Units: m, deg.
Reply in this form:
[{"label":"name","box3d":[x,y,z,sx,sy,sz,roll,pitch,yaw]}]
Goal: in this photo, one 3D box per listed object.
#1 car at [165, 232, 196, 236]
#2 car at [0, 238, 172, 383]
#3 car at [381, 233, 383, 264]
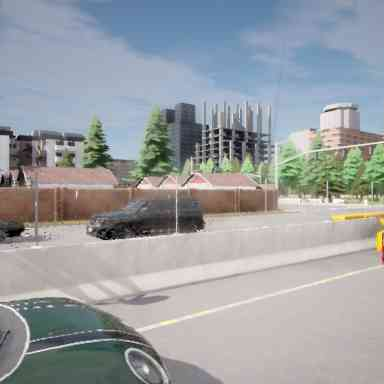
[{"label":"car","box3d":[-1.982,1.221,15.467,5.566,2.045,2.150,0,0,-35]},{"label":"car","box3d":[-2.327,1.355,2.086,4.553,1.767,2.097,0,0,-35]},{"label":"car","box3d":[7.289,1.224,8.936,5.566,2.045,2.150,0,0,-35]}]
